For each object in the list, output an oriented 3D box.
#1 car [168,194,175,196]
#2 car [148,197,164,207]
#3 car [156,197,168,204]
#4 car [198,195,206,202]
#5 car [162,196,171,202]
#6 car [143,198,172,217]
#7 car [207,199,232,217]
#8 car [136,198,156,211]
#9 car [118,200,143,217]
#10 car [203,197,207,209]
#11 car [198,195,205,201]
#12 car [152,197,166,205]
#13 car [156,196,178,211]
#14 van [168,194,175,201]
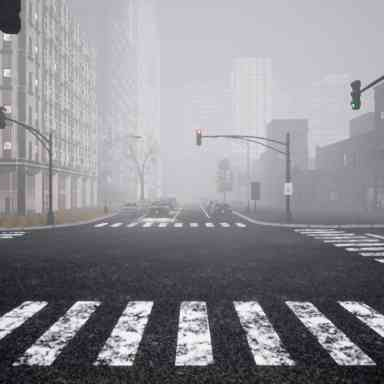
[{"bbox_3d":[-3.117,1.500,50.943,1.882,1.535,5.008,0,0,0],"label":"car"},{"bbox_3d":[-5.718,1.574,52.980,2.008,1.369,4.403,0,0,0],"label":"car"},{"bbox_3d":[-5.726,1.600,64.062,1.947,1.339,4.313,0,0,0],"label":"car"},{"bbox_3d":[2.649,1.600,75.148,2.008,1.369,4.403,0,0,0],"label":"car"},{"bbox_3d":[-5.732,1.631,75.143,1.802,1.307,4.206,0,0,0],"label":"car"},{"bbox_3d":[-3.135,1.573,30.997,1.994,1.385,4.181,0,0,-2],"label":"car"},{"bbox_3d":[2.675,1.554,30.821,1.887,1.381,4.507,0,0,0],"label":"car"},{"bbox_3d":[-5.713,1.541,41.728,1.752,1.417,4.829,0,0,0],"label":"car"},{"bbox_3d":[-5.707,1.591,30.816,1.802,1.307,4.206,0,0,0],"label":"car"},{"bbox_3d":[2.668,1.598,41.903,1.802,1.307,4.206,0,0,0],"label":"car"},{"bbox_3d":[2.639,1.639,91.771,1.947,1.339,4.313,0,0,0],"label":"car"},{"bbox_3d":[-5.722,1.594,58.520,1.947,1.339,4.313,0,0,0],"label":"car"},{"bbox_3d":[-3.120,1.579,40.960,1.994,1.385,4.181,0,0,0],"label":"car"},{"bbox_3d":[-5.741,1.414,91.766,1.690,1.788,3.998,0,0,0],"label":"van"}]
